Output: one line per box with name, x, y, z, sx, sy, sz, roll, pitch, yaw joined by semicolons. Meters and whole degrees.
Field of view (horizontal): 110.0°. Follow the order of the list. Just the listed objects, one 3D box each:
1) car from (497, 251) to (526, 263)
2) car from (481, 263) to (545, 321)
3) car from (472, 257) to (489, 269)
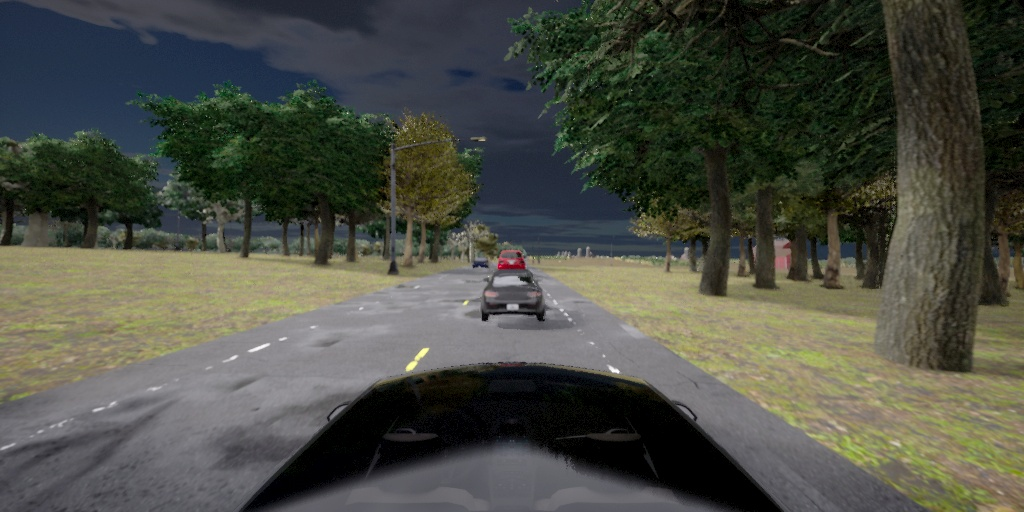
car;-0.034;0.595;29.343;2.150;2.045;5.566;0;1;0
car;0.025;1.137;11.700;1.812;1.442;4.674;0;1;0
car;-3.778;0.831;44.033;2.033;1.411;5.357;0;0;0
